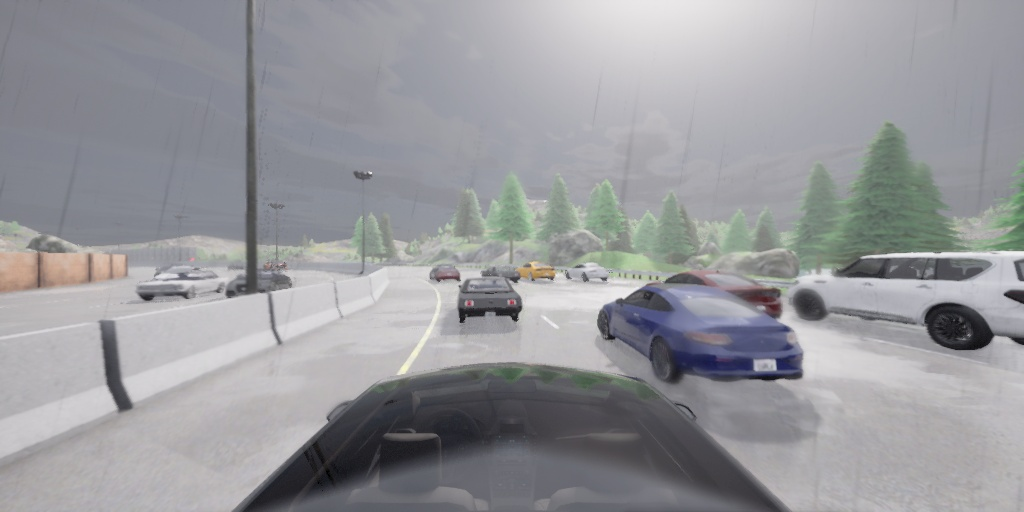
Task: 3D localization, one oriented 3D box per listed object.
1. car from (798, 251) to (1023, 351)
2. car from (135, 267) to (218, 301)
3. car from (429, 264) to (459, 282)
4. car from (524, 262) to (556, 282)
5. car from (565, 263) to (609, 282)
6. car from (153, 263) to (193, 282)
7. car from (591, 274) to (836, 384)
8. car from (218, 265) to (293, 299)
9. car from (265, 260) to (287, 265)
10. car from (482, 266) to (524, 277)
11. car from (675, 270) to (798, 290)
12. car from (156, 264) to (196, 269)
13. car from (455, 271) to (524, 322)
[{"bbox_3d":[10.006,0.924,9.023,2.150,2.045,5.566,0,0,-5],"label":"car"},{"bbox_3d":[-16.638,1.457,18.423,1.895,1.301,4.718,0,0,-16],"label":"car"},{"bbox_3d":[-5.619,1.371,29.723,1.994,1.385,4.181,0,0,-21],"label":"car"},{"bbox_3d":[1.873,1.244,29.665,1.882,1.535,5.008,0,0,-18],"label":"car"},{"bbox_3d":[5.918,1.269,28.592,1.812,1.442,4.674,0,0,-18],"label":"car"},{"bbox_3d":[-30.716,1.451,32.623,1.837,1.490,4.892,0,-1,-34],"label":"car"},{"bbox_3d":[3.158,1.264,6.976,1.812,1.442,4.674,0,0,-4],"label":"car"},{"bbox_3d":[-13.247,1.402,19.021,1.994,1.385,4.181,0,0,-16],"label":"car"},{"bbox_3d":[-35.009,1.341,53.266,4.553,1.767,2.097,0,0,41],"label":"car"},{"bbox_3d":[-0.963,1.380,27.302,1.895,1.301,4.718,0,0,-18],"label":"car"},{"bbox_3d":[6.163,1.204,11.713,1.882,1.535,5.008,0,0,-7],"label":"car"},{"bbox_3d":[-22.516,1.419,24.574,1.812,1.442,4.674,0,0,-24],"label":"car"},{"bbox_3d":[-0.908,1.366,12.370,1.895,1.301,4.718,0,0,-8],"label":"car"}]
